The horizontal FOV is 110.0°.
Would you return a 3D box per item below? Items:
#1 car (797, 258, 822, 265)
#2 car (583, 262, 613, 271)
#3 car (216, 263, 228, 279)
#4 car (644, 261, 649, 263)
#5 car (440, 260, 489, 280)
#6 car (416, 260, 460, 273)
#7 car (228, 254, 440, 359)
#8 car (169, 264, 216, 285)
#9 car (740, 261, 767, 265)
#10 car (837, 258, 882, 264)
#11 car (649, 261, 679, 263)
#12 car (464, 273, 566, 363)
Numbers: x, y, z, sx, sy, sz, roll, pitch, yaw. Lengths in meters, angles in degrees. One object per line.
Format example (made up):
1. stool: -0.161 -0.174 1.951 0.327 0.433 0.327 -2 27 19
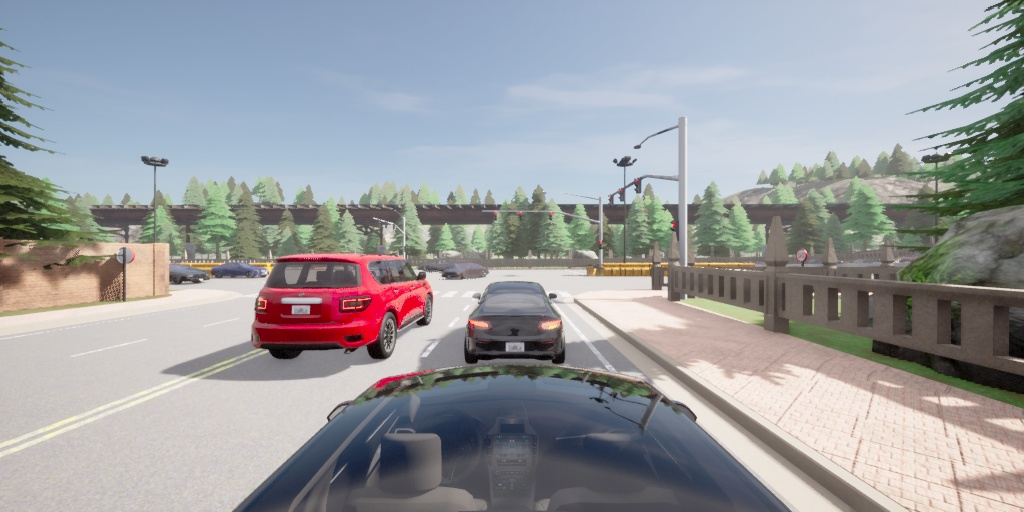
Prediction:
1. car: 39.791 1.023 46.567 4.902 1.511 2.128 -2 0 0
2. car: 11.032 1.351 43.138 4.718 1.301 1.895 0 0 0
3. car: -24.700 1.276 32.594 4.674 1.442 1.812 0 0 0
4. car: 18.248 1.297 46.608 5.357 1.411 2.033 0 0 0
5. car: -3.953 1.297 31.382 2.033 1.411 5.357 0 0 26
6. car: -8.858 1.241 43.225 4.902 1.511 2.128 0 0 0
7. car: -3.441 0.971 8.531 2.150 2.045 5.566 0 0 0
8. car: -24.846 1.297 25.595 5.357 1.411 2.033 0 0 0
9. car: 28.368 1.276 43.080 4.674 1.442 1.812 0 0 0
10. car: 38.818 1.047 39.569 5.008 1.535 1.882 -2 0 0
11. car: 18.430 1.297 39.607 5.357 1.411 2.033 0 0 0
12. car: 0.062 1.276 7.980 1.812 1.442 4.674 0 0 0
